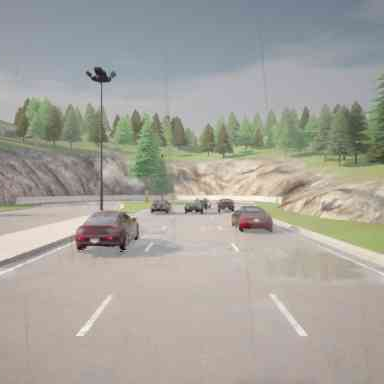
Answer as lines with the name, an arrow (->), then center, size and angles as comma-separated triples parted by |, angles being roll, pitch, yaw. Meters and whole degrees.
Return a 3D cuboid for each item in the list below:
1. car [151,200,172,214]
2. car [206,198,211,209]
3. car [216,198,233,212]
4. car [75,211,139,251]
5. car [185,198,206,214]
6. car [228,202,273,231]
car -> -3.254, 1.547, 35.970 | 2.033, 1.411, 5.357 | 0, 0, 2
car -> 1.364, 1.492, 44.413 | 2.128, 1.511, 4.902 | 0, 0, 12
car -> 3.930, 1.504, 38.546 | 1.837, 1.490, 4.892 | 0, 0, 4
car -> -3.400, 1.526, 13.914 | 1.812, 1.442, 4.674 | 0, 0, 0
car -> 0.257, 1.601, 35.206 | 1.895, 1.301, 4.718 | 0, 0, 2
car -> 3.599, 1.564, 20.493 | 1.994, 1.385, 4.181 | 0, 0, 0
